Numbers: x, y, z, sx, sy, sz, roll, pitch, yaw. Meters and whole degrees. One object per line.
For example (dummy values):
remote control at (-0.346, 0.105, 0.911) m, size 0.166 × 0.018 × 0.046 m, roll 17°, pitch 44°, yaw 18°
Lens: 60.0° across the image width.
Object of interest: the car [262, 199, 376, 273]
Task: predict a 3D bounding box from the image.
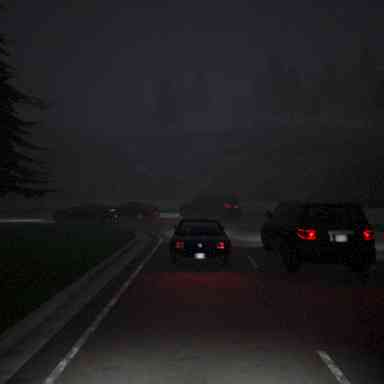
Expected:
car at (3.791, 1.250, 10.974) m, size 2.150 × 2.045 × 5.566 m, roll 0°, pitch 0°, yaw 1°

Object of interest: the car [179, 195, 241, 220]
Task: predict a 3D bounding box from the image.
car at (1.451, 1.258, 27.607) m, size 5.566 × 2.045 × 2.150 m, roll 0°, pitch -1°, yaw 42°

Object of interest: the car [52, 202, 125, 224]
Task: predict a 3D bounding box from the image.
car at (-7.788, 1.491, 24.307) m, size 4.902 × 1.511 × 2.128 m, roll 0°, pitch -1°, yaw 14°

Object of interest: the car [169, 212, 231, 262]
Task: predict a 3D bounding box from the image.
car at (0.261, 1.616, 12.120) m, size 1.895 × 1.301 × 4.718 m, roll 0°, pitch 0°, yaw 0°

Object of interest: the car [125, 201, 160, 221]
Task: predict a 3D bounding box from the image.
car at (-5.086, 1.491, 27.321) m, size 5.008 × 1.535 × 1.882 m, roll 0°, pitch -1°, yaw 22°
